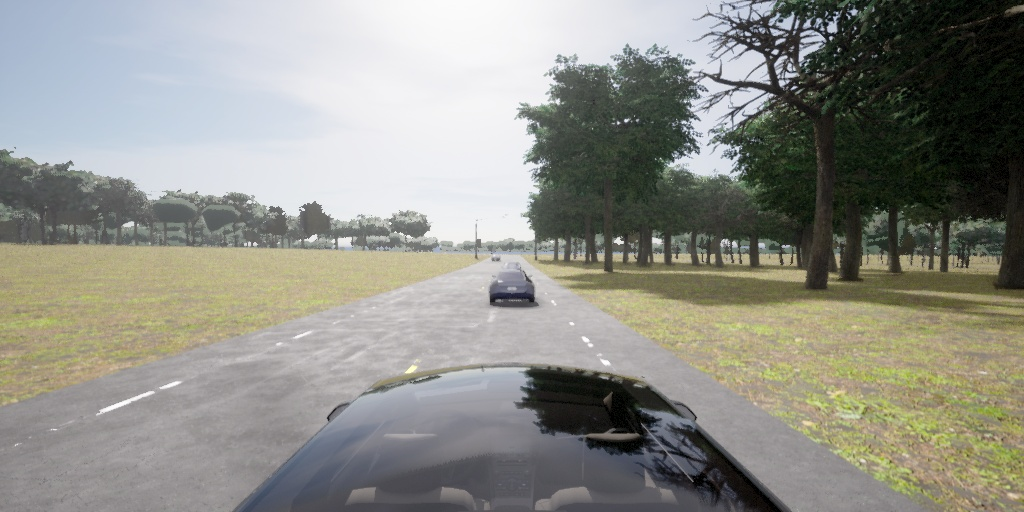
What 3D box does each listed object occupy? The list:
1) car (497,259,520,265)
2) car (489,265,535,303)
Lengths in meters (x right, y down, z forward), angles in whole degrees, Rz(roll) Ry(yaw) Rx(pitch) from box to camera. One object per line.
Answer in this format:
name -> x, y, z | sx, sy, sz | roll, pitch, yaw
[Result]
car -> 0.001, 1.190, 31.503 | 2.033, 1.411, 5.357 | 0, 0, 0
car -> 0.001, 1.286, 16.503 | 1.994, 1.385, 4.181 | 0, 0, 0
